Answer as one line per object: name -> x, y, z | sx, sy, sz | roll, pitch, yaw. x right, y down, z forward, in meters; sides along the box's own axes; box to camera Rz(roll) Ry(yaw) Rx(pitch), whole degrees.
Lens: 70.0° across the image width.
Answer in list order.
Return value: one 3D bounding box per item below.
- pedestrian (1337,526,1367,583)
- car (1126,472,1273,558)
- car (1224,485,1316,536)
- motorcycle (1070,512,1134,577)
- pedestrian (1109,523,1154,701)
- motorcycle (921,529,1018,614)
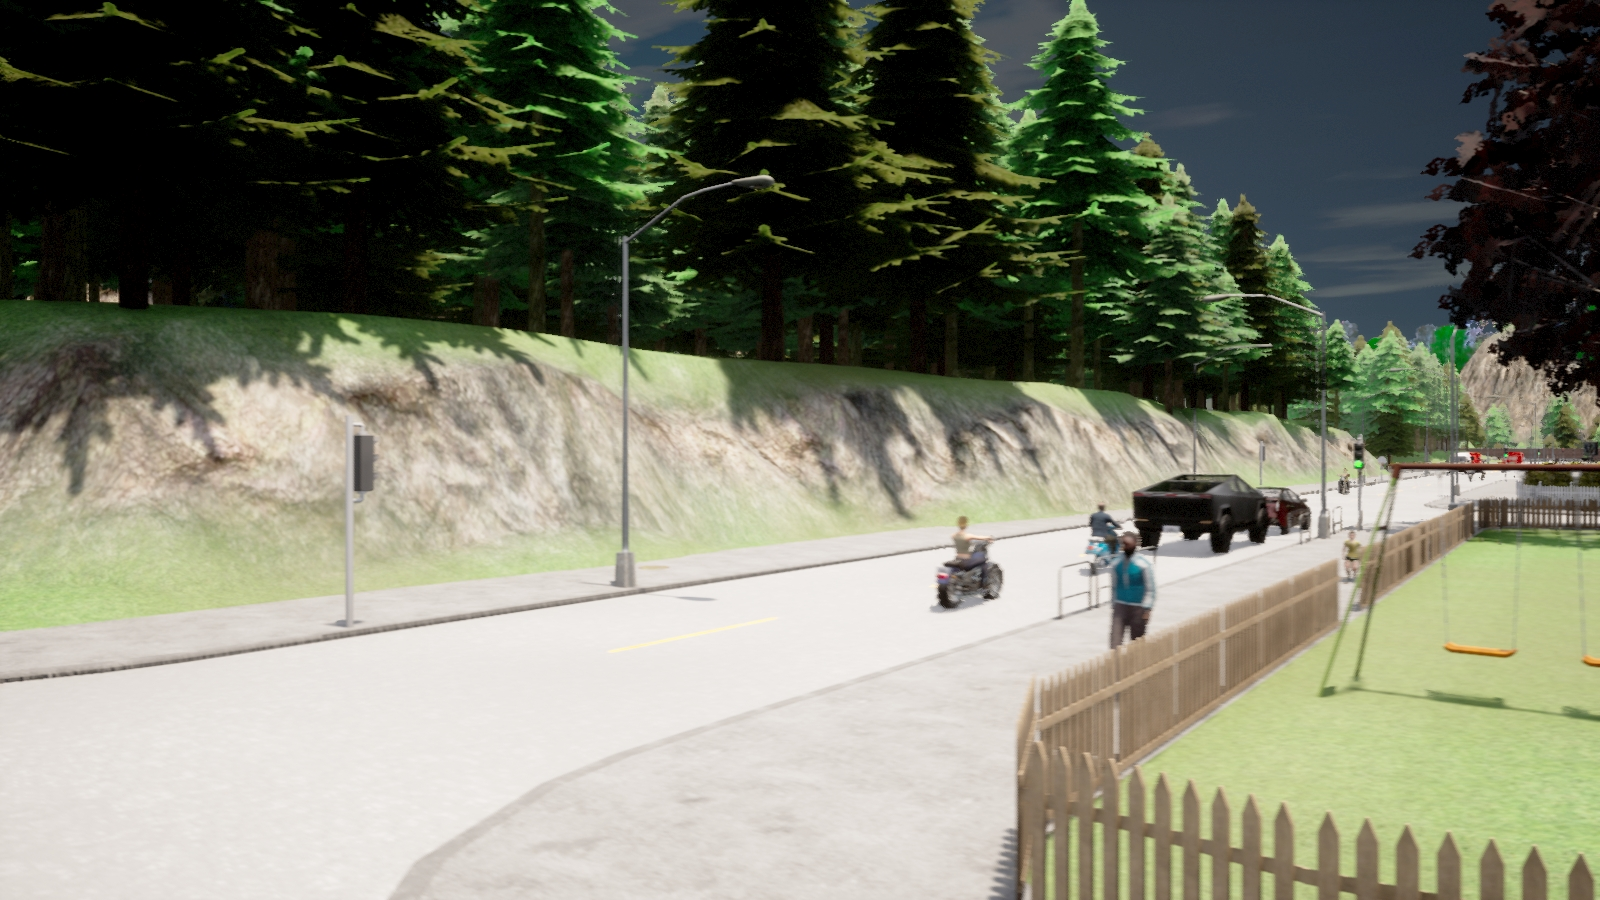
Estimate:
pedestrian -> 11.282, 2.125, 23.346 | 0.500, 1.100, 0.500 | 0, 0, 33
car -> 11.617, 1.753, 32.840 | 2.390, 2.098, 6.274 | 0, 0, 35
car -> 16.312, 2.039, 39.554 | 2.007, 1.525, 4.514 | 0, 0, 35
motorcycle -> 6.952, 2.141, 26.230 | 0.856, 1.316, 1.805 | 0, 0, 35
pedestrian -> 3.601, 1.745, 12.414 | 0.375, 1.860, 0.375 | 0, 0, 34
motorcycle -> 3.104, 2.154, 20.677 | 0.764, 1.307, 2.356 | 0, 0, 35
